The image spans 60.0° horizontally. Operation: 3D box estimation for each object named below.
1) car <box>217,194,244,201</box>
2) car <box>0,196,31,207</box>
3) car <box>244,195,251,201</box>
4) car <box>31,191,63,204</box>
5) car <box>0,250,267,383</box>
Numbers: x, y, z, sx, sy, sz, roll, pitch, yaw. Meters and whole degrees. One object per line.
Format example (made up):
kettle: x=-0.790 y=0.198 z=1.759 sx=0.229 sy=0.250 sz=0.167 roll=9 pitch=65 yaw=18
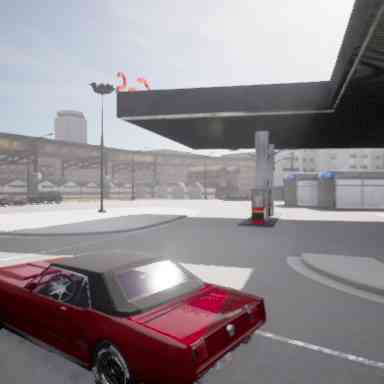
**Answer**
car: x=7.798 y=1.262 z=70.718 sx=4.902 sy=1.511 sz=2.128 roll=0 pitch=0 yaw=-16
car: x=-23.863 y=1.221 z=43.768 sx=1.994 sy=1.385 sz=4.181 roll=0 pitch=0 yaw=14
car: x=12.075 y=1.340 z=75.099 sx=4.718 sy=1.301 sz=1.895 roll=0 pitch=0 yaw=-9
car: x=-23.143 y=0.844 z=52.368 sx=2.150 sy=2.045 sz=5.566 roll=-1 pitch=0 yaw=31
car: x=-1.438 y=1.570 z=5.017 sx=4.718 sy=1.301 sz=1.895 roll=1 pitch=0 yaw=35
